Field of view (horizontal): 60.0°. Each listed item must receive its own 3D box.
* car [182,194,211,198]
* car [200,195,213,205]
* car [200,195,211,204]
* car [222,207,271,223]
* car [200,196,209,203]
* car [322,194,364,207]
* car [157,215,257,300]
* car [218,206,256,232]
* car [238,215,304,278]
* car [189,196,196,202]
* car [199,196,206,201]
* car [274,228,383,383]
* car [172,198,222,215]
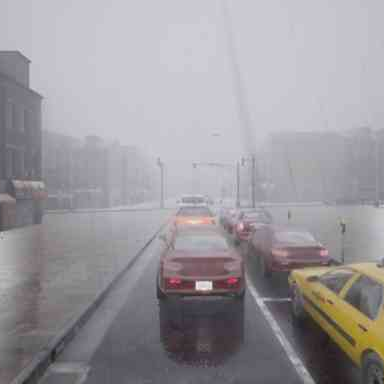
[{"bbox_3d":[0.080,1.231,25.793,2.150,2.045,5.566,0,0,1],"label":"car"},{"bbox_3d":[2.744,1.440,63.497,2.192,1.841,5.009,-1,0,0],"label":"car"},{"bbox_3d":[2.753,1.463,68.900,2.192,1.841,5.009,-1,0,0],"label":"car"},{"bbox_3d":[2.660,1.439,15.285,1.967,1.590,4.097,0,0,0],"label":"car"},{"bbox_3d":[2.764,1.614,74.302,1.967,1.590,4.097,-1,0,0],"label":"car"},{"bbox_3d":[18.648,0.990,41.240,4.892,1.490,1.837,-2,0,0],"label":"car"},{"bbox_3d":[0.138,1.523,8.296,1.812,1.442,4.674,0,0,-2],"label":"car"},{"bbox_3d":[2.670,1.585,20.752,1.802,1.307,4.206,0,0,0],"label":"car"},{"bbox_3d":[2.651,1.580,9.819,1.802,1.307,4.206,0,0,0],"label":"car"},{"bbox_3d":[0.152,1.710,83.155,1.837,1.490,4.892,0,0,0],"label":"car"},{"bbox_3d":[2.795,1.785,90.678,1.752,1.417,4.829,-1,0,0],"label":"car"},{"bbox_3d":[2.641,1.524,4.521,1.752,1.417,4.829,0,0,0],"label":"car"},{"bbox_3d":[0.114,1.352,15.697,2.097,1.767,4.553,0,0,0],"label":"car"}]
